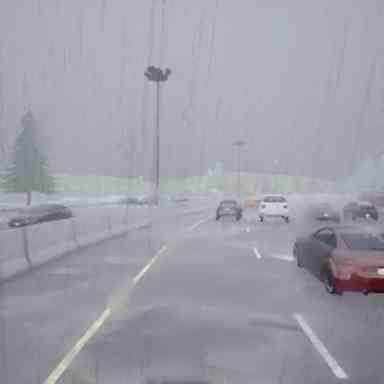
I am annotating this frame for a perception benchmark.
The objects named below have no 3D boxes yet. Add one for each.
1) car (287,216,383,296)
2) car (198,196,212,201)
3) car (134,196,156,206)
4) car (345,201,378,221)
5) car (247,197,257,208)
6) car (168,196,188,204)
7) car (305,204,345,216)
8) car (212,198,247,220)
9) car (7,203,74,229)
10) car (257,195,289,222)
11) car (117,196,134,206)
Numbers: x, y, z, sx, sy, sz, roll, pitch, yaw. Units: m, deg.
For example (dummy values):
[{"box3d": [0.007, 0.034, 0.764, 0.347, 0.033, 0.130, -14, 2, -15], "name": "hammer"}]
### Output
[{"box3d": [4.043, 1.573, 8.690, 1.994, 1.385, 4.181, 0, 0, 4], "name": "car"}, {"box3d": [2.649, 1.513, 60.638, 1.812, 1.442, 4.674, 0, 0, 24], "name": "car"}, {"box3d": [-7.172, 1.466, 55.148, 1.837, 1.490, 4.892, 0, 0, 21], "name": "car"}, {"box3d": [13.914, 1.535, 27.689, 1.837, 1.490, 4.892, 0, 0, 13], "name": "car"}, {"box3d": [8.835, 1.487, 48.026, 1.882, 1.535, 5.008, 0, 0, 21], "name": "car"}, {"box3d": [-2.389, 1.452, 57.719, 1.882, 1.535, 5.008, 0, 0, 22], "name": "car"}, {"box3d": [9.846, 1.584, 25.347, 1.994, 1.385, 4.181, 0, 0, 11], "name": "car"}, {"box3d": [3.217, 1.429, 28.028, 2.033, 1.649, 4.856, 0, 0, 12], "name": "car"}, {"box3d": [-8.981, 1.472, 20.122, 1.837, 1.490, 4.892, 0, 0, 8], "name": "car"}, {"box3d": [6.563, 1.231, 26.938, 2.150, 2.045, 5.566, 0, 0, 11], "name": "car"}, {"box3d": [-10.668, 1.442, 55.726, 2.128, 1.511, 4.902, 0, 0, 21], "name": "car"}]
